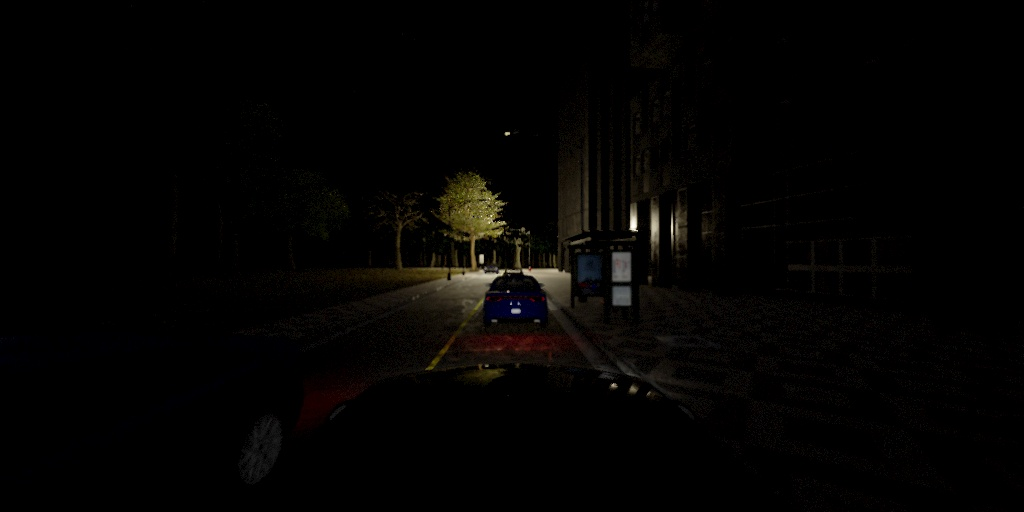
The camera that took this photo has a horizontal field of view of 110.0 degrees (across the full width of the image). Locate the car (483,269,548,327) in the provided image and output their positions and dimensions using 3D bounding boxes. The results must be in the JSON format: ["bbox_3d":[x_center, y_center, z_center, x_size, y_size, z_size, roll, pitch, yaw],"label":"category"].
[{"bbox_3d":[0.104,1.373,12.240,1.882,1.535,5.008,0,-1,0],"label":"car"}]

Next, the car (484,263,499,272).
[{"bbox_3d":[-3.025,1.836,53.305,2.097,1.767,4.553,0,-1,0],"label":"car"}]

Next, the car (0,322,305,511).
[{"bbox_3d":[-3.102,1.227,1.681,1.882,1.535,5.008,0,-1,0],"label":"car"}]

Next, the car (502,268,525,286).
[{"bbox_3d":[0.111,1.775,31.198,1.895,1.301,4.718,0,-1,0],"label":"car"}]
